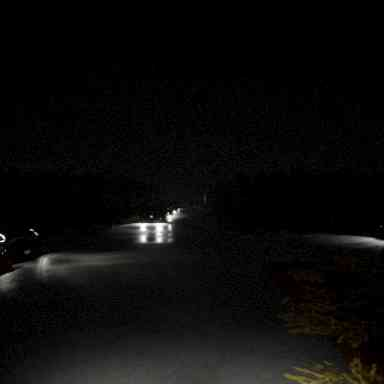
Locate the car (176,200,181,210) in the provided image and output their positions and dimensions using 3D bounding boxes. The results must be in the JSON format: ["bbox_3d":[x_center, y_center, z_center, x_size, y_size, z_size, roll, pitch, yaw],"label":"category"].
[{"bbox_3d":[-3.059,1.815,48.173,2.128,1.511,4.902,0,-1,0],"label":"car"}]

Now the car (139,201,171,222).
[{"bbox_3d":[-3.118,1.728,27.515,1.994,1.385,4.181,0,-1,0],"label":"car"}]

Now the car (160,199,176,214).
[{"bbox_3d":[-3.096,1.694,37.716,1.837,1.490,4.892,0,0,0],"label":"car"}]

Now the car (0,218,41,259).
[{"bbox_3d":[-7.821,1.497,11.939,4.553,1.767,2.097,-1,0,14],"label":"car"}]

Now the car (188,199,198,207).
[{"bbox_3d":[0.281,2.274,69.127,2.128,1.511,4.902,0,-1,0],"label":"car"}]

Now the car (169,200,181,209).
[{"bbox_3d":[-2.992,2.093,58.456,1.837,1.490,4.892,0,-1,1],"label":"car"}]
